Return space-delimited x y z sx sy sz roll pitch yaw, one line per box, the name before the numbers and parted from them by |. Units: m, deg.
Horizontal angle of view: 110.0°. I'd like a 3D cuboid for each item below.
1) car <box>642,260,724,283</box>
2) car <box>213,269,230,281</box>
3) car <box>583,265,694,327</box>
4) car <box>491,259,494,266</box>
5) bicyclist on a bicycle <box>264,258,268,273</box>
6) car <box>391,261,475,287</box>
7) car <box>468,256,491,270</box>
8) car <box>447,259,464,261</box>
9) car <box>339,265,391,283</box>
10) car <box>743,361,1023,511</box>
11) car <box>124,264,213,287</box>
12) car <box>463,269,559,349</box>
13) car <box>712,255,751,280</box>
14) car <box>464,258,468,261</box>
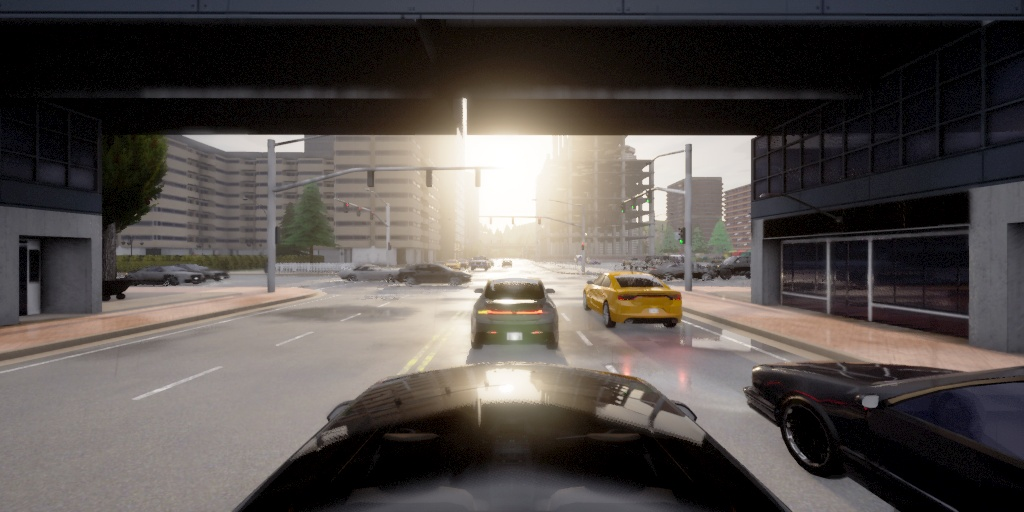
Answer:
car | 13.107 1.241 27.715 4.902 1.511 2.128 0 0 0
car | -24.814 1.297 27.409 5.357 1.411 2.033 0 0 0
car | 3.578 1.228 11.495 1.882 1.535 5.008 0 0 0
car | -4.553 1.241 60.280 2.128 1.511 4.902 0 0 0
bicyclist on a bicycle | -25.997 1.051 38.388 0.582 1.620 1.656 0 0 0
car | -5.196 1.255 24.093 4.892 1.490 1.837 0 0 -1
car | -4.508 0.971 50.539 2.150 2.045 5.566 0 0 0
car | -7.992 1.228 47.657 1.882 1.535 5.008 0 0 0
car | -10.543 1.351 27.529 4.718 1.301 1.895 0 0 -1
car | 3.600 1.297 1.668 2.033 1.411 5.357 0 0 0
car | -23.063 1.314 23.918 4.181 1.385 1.994 0 0 0
car | 0.066 1.255 9.124 1.837 1.490 4.892 0 0 0
car | 19.903 0.971 31.357 5.566 2.045 2.150 0 0 1
car | -8.044 1.228 57.229 1.882 1.535 5.008 0 0 0
